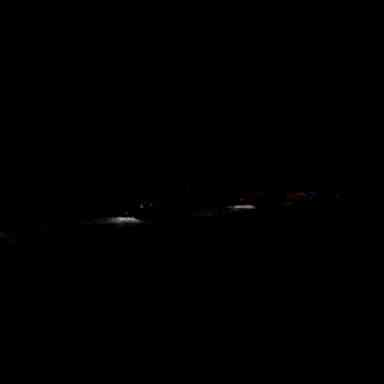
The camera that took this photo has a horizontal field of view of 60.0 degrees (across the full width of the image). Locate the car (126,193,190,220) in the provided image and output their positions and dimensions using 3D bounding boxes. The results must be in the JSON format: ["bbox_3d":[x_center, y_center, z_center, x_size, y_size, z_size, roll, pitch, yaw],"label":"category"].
[{"bbox_3d":[-2.095,0.948,23.538,2.097,1.767,4.553,0,1,35],"label":"car"}]

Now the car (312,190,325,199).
[{"bbox_3d":[21.066,0.424,56.452,1.882,1.535,5.008,0,1,35],"label":"car"}]

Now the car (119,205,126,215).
[{"bbox_3d":[-3.337,1.131,26.685,2.033,1.411,5.357,0,1,35],"label":"car"}]

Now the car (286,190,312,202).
[{"bbox_3d":[15.319,0.461,48.206,2.097,1.767,4.553,0,1,36],"label":"car"}]

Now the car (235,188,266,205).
[{"bbox_3d":[7.555,0.500,42.194,2.150,2.045,5.566,0,1,35],"label":"car"}]
